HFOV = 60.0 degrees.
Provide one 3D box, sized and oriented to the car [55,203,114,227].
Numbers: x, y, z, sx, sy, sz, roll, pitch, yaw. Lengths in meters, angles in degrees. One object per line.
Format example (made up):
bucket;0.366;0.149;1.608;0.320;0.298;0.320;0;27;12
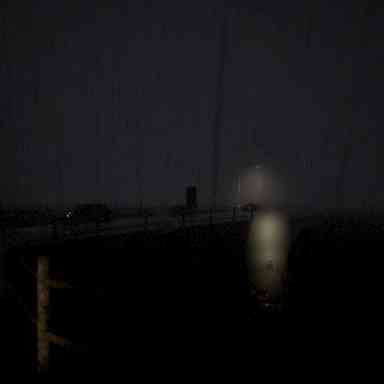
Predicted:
car;-8.353;1.658;25.830;2.097;1.767;4.553;0;-1;35

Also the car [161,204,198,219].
car;-1.299;2.018;35.790;1.882;1.535;5.008;0;-1;35

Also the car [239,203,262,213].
car;8.908;2.363;50.105;1.882;1.535;5.008;0;-2;36
